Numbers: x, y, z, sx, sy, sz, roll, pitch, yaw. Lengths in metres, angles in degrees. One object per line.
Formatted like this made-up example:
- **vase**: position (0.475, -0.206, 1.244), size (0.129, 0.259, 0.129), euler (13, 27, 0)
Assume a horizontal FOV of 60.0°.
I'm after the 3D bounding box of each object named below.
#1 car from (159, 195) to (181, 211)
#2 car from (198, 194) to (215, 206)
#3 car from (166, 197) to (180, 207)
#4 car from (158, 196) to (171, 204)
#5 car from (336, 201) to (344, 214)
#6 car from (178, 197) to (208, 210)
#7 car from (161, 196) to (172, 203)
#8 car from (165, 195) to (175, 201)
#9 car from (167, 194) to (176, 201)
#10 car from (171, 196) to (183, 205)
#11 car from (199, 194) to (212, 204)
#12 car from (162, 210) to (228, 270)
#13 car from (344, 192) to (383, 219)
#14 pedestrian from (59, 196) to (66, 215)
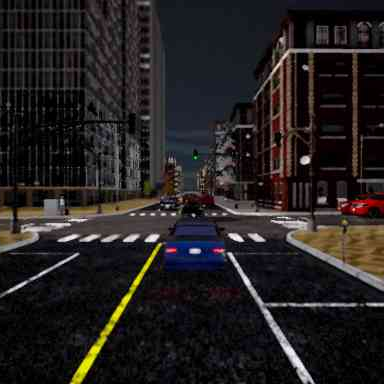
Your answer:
- **car**: position (-2.846, 1.494, 41.256), size (2.128, 1.511, 4.902), euler (0, 0, 0)
- **car**: position (2.561, 1.318, 53.413), size (2.192, 1.841, 5.009), euler (0, 0, 0)
- **car**: position (-2.820, 1.529, 50.883), size (1.812, 1.442, 4.674), euler (0, 0, 0)
- **car**: position (-5.320, 1.556, 64.599), size (2.008, 1.369, 4.403), euler (0, 0, 0)
- **car**: position (15.312, 1.094, 28.958), size (5.009, 1.841, 2.192), euler (-1, 1, -1)
- **car**: position (0.081, 1.481, 27.824), size (1.837, 1.490, 4.892), euler (-1, 0, 0)
- **car**: position (-5.320, 1.551, 70.192), size (1.887, 1.381, 4.507), euler (0, 0, 0)
- **car**: position (-5.320, 1.559, 81.378), size (2.008, 1.369, 4.403), euler (0, 0, 0)
- **car**: position (-5.367, 1.449, 86.969), size (1.967, 1.590, 4.097), euler (0, 0, 0)
- **car**: position (-2.753, 1.482, 61.369), size (1.882, 1.535, 5.008), euler (0, 0, 0)
- **car**: position (2.561, 1.320, 64.599), size (2.192, 1.841, 5.009), euler (0, 0, 0)
- **car**: position (0.148, 1.547, 10.934), size (2.033, 1.411, 5.357), euler (0, 0, 2)
- **car**: position (15.617, 1.002, 26.501), size (5.566, 2.045, 2.150), euler (-1, 0, -1)
- **pedestrian**: position (-12.350, 1.271, 31.603), size (0.375, 1.860, 0.375), euler (0, 1, -1)
